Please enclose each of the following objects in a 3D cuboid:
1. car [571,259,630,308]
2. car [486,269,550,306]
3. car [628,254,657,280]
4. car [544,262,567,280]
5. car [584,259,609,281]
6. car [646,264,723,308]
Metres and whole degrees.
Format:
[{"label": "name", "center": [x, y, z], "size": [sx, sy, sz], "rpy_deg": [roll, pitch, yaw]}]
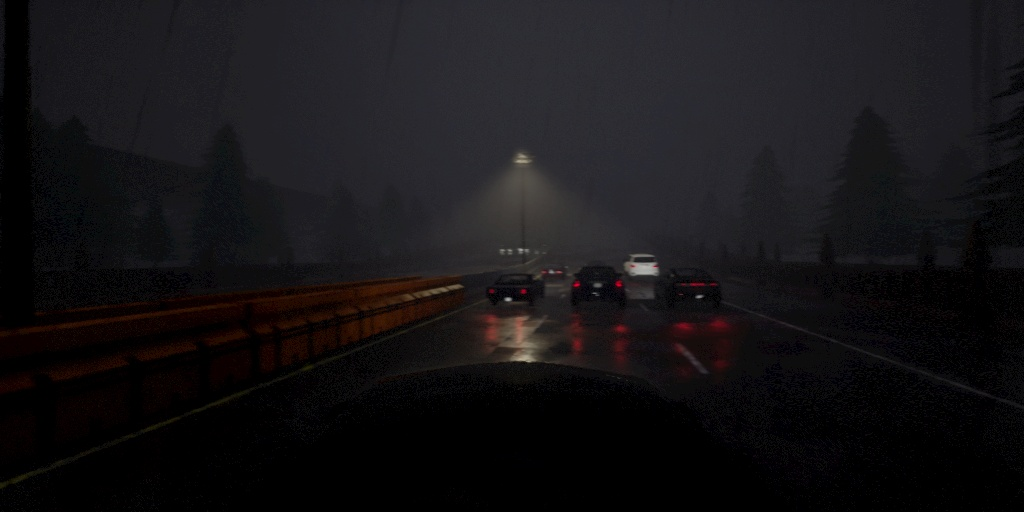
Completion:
[{"label": "car", "center": [3.753, 1.153, 15.705], "size": [2.097, 1.767, 4.553], "rpy_deg": [-1, -1, 13]}, {"label": "car", "center": [0.356, 1.454, 16.533], "size": [1.895, 1.301, 4.718], "rpy_deg": [-1, 0, 13]}, {"label": "car", "center": [10.525, 0.825, 29.448], "size": [2.150, 2.045, 5.566], "rpy_deg": [-1, 2, 13]}, {"label": "car", "center": [3.710, 1.256, 31.027], "size": [2.033, 1.411, 5.357], "rpy_deg": [-1, 2, 13]}, {"label": "car", "center": [7.228, 1.119, 30.694], "size": [1.882, 1.535, 5.008], "rpy_deg": [-1, 2, 13]}, {"label": "car", "center": [7.208, 1.246, 15.098], "size": [2.128, 1.511, 4.902], "rpy_deg": [-1, 0, 13]}]
